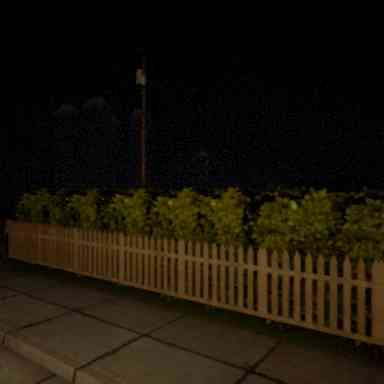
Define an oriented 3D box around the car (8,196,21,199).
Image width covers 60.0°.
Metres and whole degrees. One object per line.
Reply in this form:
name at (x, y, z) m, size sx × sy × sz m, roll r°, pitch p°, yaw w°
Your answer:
car at (-28.487, 1.309, 53.608) m, size 4.193 × 1.474 × 1.816 m, roll 0°, pitch 0°, yaw 35°
